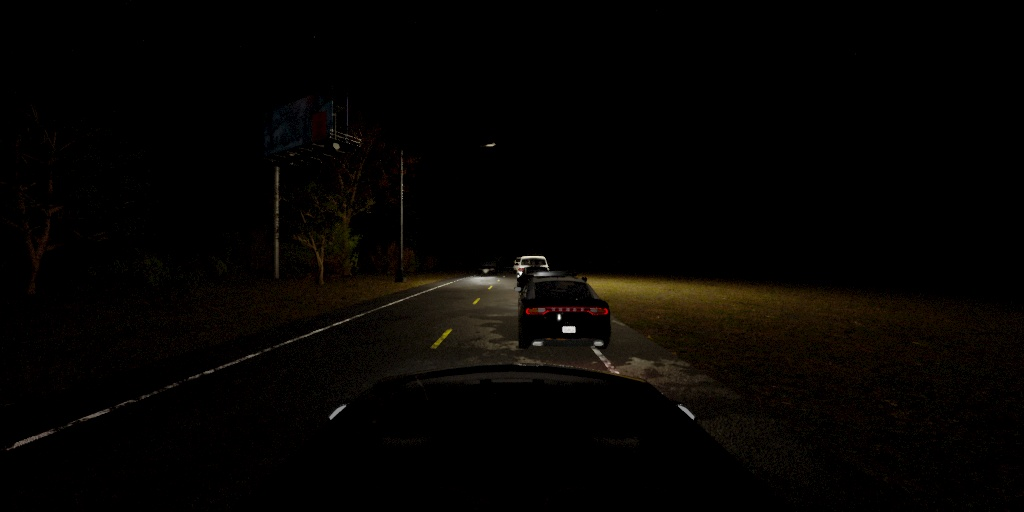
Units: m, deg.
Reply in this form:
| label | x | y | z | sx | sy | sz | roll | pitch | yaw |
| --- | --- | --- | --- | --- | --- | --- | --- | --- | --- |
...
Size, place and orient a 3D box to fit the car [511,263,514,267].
| label | x | y | z | sx | sy | sz | roll | pitch | yaw |
| --- | --- | --- | --- | --- | --- | --- | --- | --- | --- |
| car | 1.392 | 1.204 | 46.526 | 2.150 | 2.045 | 5.566 | 0 | 0 | 4 |

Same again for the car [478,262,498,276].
| label | x | y | z | sx | sy | sz | roll | pitch | yaw |
| --- | --- | --- | --- | --- | --- | --- | --- | --- | --- |
| car | -2.597 | 1.416 | 39.668 | 2.128 | 1.511 | 4.902 | 0 | 0 | 3 |

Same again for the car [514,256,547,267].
| label | x | y | z | sx | sy | sz | roll | pitch | yaw |
| --- | --- | --- | --- | --- | --- | --- | --- | --- | --- |
| car | 1.445 | 1.044 | 25.181 | 2.150 | 2.045 | 5.566 | 0 | 0 | 2 |

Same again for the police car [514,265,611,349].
| label | x | y | z | sx | sy | sz | roll | pitch | yaw |
| --- | --- | --- | --- | --- | --- | --- | --- | --- | --- |
| police car | 1.100 | 1.185 | 9.316 | 1.930 | 1.638 | 5.238 | 0 | 0 | 1 |

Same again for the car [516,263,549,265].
| label | x | y | z | sx | sy | sz | roll | pitch | yaw |
| --- | --- | --- | --- | --- | --- | --- | --- | --- | --- |
| car | 1.276 | 1.296 | 19.172 | 1.837 | 1.490 | 4.892 | 0 | 0 | 1 |
